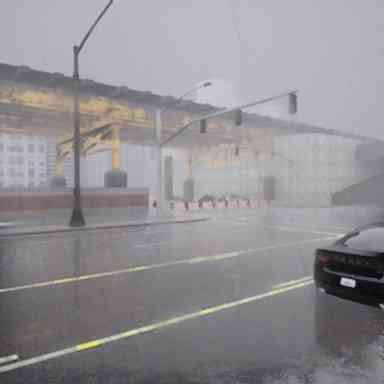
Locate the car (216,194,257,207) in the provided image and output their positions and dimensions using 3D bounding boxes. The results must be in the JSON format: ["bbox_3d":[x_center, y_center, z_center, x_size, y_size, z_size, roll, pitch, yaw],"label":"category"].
[{"bbox_3d":[5.804,1.061,43.912,4.974,1.542,2.038,0,0,-7],"label":"car"}]

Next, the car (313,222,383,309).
[{"bbox_3d":[4.712,1.390,7.206,5.008,1.535,1.882,-1,1,-36],"label":"car"}]

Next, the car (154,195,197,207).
[{"bbox_3d":[-1.846,1.007,37.405,4.536,1.218,1.853,0,0,8],"label":"car"}]

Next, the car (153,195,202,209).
[{"bbox_3d":[-1.793,1.165,37.400,4.974,1.542,2.038,0,0,8],"label":"car"}]

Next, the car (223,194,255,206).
[{"bbox_3d":[5.752,0.904,43.904,4.536,1.218,1.853,0,0,-7],"label":"car"}]

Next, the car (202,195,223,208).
[{"bbox_3d":[1.928,1.118,40.118,2.038,1.542,4.974,0,0,18],"label":"car"}]

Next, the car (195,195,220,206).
[{"bbox_3d":[1.942,0.960,40.166,1.853,1.218,4.536,0,0,18],"label":"car"}]
